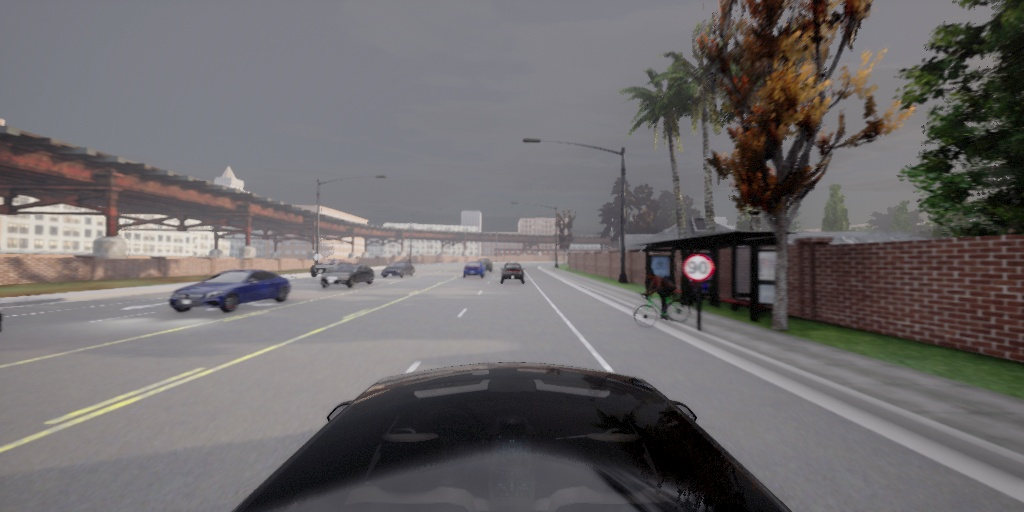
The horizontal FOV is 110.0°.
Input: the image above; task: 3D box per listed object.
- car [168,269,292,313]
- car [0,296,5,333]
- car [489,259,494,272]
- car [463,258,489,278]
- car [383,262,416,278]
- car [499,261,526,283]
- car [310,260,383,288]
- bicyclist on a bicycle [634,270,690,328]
[{"bbox_3d":[-10.620,1.244,14.027,1.812,1.442,4.674,1,0,0],"label":"car"},{"bbox_3d":[-10.583,0.884,4.271,2.150,2.045,5.566,0,0,1],"label":"car"},{"bbox_3d":[-3.558,1.089,47.091,2.097,1.767,4.553,1,0,0],"label":"car"},{"bbox_3d":[-3.556,1.252,34.708,1.882,1.535,5.008,1,0,0],"label":"car"},{"bbox_3d":[-10.606,1.258,33.991,2.033,1.411,5.357,1,0,1],"label":"car"},{"bbox_3d":[0.052,1.328,29.257,1.837,1.490,4.892,1,0,0],"label":"car"},{"bbox_3d":[-10.628,1.223,23.518,2.128,1.511,4.902,1,0,0],"label":"car"},{"bbox_3d":[4.260,1.209,10.345,1.656,1.620,0.582,-9,0,0],"label":"bicyclist on a bicycle"}]
